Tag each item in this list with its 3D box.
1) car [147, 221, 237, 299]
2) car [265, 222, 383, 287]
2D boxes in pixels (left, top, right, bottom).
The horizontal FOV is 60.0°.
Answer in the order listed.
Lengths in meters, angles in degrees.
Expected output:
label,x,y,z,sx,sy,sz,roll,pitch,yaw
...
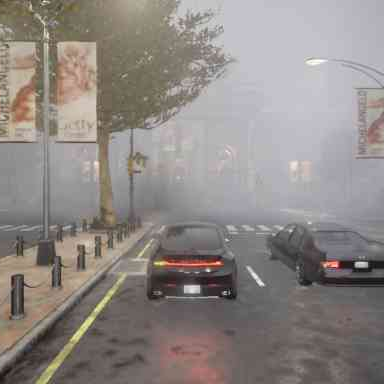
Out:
label,x,y,z,sx,sy,sz,roll,pitch,yaw
car,-0.001,1.505,8.418,1.837,1.490,4.892,0,0,0
car,3.498,1.547,9.382,2.033,1.411,5.357,0,0,0
